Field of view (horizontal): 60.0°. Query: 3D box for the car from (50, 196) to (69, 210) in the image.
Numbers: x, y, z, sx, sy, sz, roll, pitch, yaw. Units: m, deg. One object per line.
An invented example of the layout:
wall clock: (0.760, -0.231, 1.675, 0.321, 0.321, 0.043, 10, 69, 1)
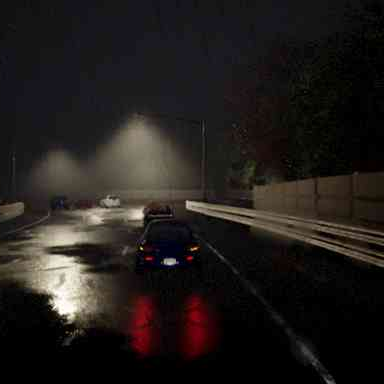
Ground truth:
car: (-19.876, 1.551, 49.787, 2.150, 2.045, 5.566, 0, 0, -28)

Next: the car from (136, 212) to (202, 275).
car: (-0.735, 1.587, 10.650, 1.812, 1.442, 4.674, 0, 0, -4)

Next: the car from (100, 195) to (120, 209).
car: (-12.581, 1.538, 50.940, 2.150, 2.045, 5.566, 0, 0, -27)

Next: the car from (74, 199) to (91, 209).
car: (-16.961, 1.810, 51.627, 1.882, 1.535, 5.008, 0, 0, -29)

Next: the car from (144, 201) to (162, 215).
car: (-4.325, 1.748, 37.746, 1.812, 1.442, 4.674, 0, 0, -4)

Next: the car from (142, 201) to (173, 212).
car: (-2.231, 1.620, 21.889, 2.128, 1.511, 4.902, 0, 0, -9)
